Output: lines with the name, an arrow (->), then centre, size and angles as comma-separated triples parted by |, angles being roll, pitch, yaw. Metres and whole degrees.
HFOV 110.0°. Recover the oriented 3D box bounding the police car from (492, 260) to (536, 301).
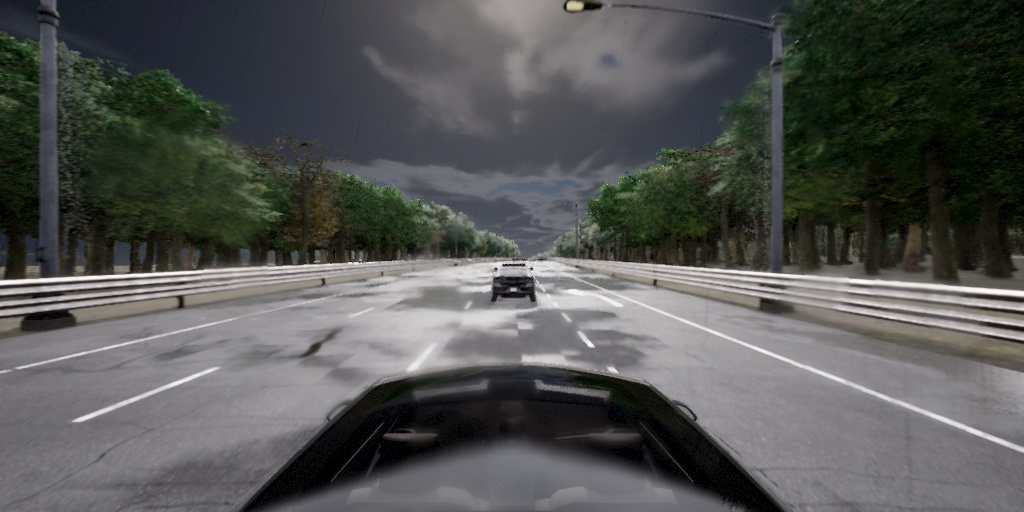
police car -> 0.086, 1.166, 17.172 | 1.930, 1.638, 5.238 | 0, 0, 1
